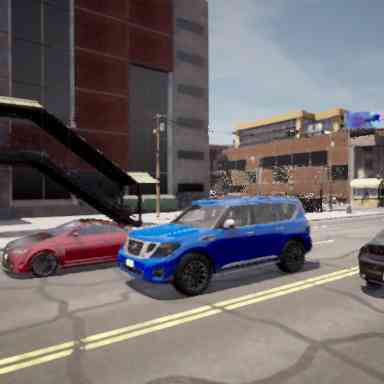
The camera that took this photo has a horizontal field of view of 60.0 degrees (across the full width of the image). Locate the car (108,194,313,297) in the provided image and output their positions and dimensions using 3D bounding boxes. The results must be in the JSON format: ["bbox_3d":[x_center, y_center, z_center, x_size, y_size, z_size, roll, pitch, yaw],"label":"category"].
[{"bbox_3d":[0.892,1.181,8.904,5.566,2.045,2.150,-1,0,-35],"label":"car"}]

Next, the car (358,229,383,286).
[{"bbox_3d":[5.890,1.440,7.953,4.892,1.490,1.837,0,0,-36],"label":"car"}]

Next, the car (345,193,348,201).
[{"bbox_3d":[22.176,0.929,51.033,4.553,1.767,2.185,0,0,-36],"label":"car"}]

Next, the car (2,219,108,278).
[{"bbox_3d":[-3.382,1.543,10.162,4.181,1.385,1.994,0,0,-35],"label":"car"}]
